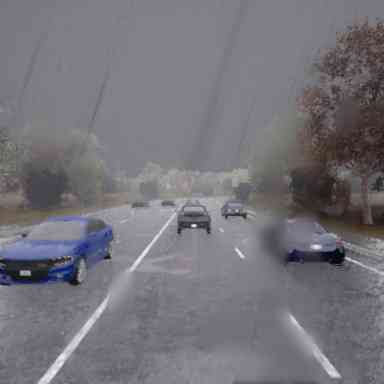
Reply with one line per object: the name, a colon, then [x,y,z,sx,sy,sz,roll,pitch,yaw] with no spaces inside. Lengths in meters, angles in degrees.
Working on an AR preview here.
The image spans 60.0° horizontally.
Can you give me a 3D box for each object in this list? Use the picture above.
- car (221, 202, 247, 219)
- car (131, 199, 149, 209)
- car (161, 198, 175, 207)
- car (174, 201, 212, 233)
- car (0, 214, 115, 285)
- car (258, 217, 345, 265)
car: [3.603,1.548,29.143,2.033,1.411,5.357,0,0,0]
car: [-7.077,1.602,45.771,1.895,1.301,4.718,0,0,0]
car: [-3.562,1.602,50.429,1.895,1.301,4.718,0,0,0]
car: [0.104,1.505,19.767,1.837,1.490,4.892,0,0,0]
car: [-3.599,1.478,9.682,1.882,1.535,5.008,0,0,0]
car: [3.602,1.564,11.661,1.994,1.385,4.181,0,0,0]
